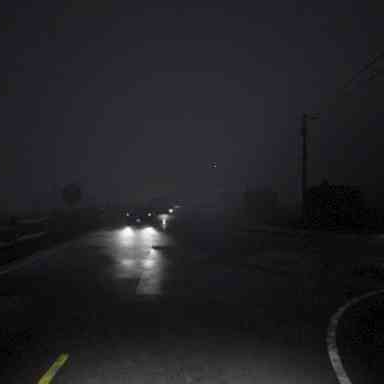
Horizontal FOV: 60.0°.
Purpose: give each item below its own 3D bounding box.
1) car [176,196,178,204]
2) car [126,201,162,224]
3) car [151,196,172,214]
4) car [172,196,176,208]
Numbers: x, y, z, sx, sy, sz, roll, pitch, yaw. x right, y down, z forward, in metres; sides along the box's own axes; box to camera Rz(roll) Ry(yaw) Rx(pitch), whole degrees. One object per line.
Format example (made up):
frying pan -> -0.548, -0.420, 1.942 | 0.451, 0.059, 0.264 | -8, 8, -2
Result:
car -> -3.498, 1.437, 61.108 | 1.895, 1.301, 4.718 | 0, 0, 0
car -> -3.598, 1.615, 24.561 | 1.895, 1.301, 4.718 | 0, 0, 0
car -> -3.593, 1.373, 35.578 | 2.097, 1.767, 4.553 | 0, 0, 0
car -> -3.586, 1.504, 45.627 | 1.882, 1.535, 5.008 | 0, 0, 0
